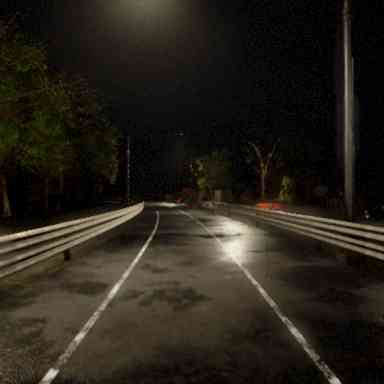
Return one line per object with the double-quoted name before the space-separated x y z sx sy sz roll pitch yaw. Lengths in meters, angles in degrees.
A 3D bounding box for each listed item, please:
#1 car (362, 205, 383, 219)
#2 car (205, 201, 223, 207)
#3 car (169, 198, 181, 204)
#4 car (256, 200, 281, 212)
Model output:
"car" 20.680 2.184 35.599 1.837 1.490 4.892 0 -1 -25
"car" 4.592 2.535 70.061 1.895 1.301 4.718 0 0 -25
"car" -4.441 2.390 89.418 2.097 1.767 4.553 0 0 -25
"car" 12.241 2.152 53.681 2.097 1.767 4.553 0 0 -25
